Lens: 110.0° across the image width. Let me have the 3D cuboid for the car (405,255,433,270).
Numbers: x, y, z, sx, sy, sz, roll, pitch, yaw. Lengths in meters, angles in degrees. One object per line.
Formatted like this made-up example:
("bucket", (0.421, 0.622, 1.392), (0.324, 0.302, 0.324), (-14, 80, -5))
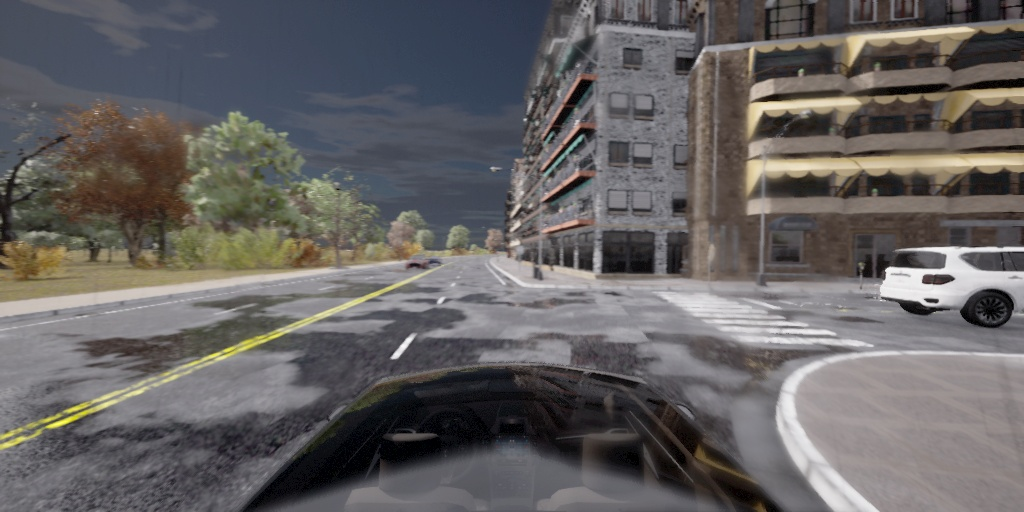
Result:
("car", (-10.537, 0.645, 40.162), (2.097, 1.767, 4.553), (1, 0, -6))

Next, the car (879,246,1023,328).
("car", (13.647, 0.767, 9.671), (5.566, 2.045, 2.150), (0, 0, 11))

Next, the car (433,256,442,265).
("car", (-12.217, 0.682, 57.317), (2.033, 1.411, 5.357), (1, 0, -5))
